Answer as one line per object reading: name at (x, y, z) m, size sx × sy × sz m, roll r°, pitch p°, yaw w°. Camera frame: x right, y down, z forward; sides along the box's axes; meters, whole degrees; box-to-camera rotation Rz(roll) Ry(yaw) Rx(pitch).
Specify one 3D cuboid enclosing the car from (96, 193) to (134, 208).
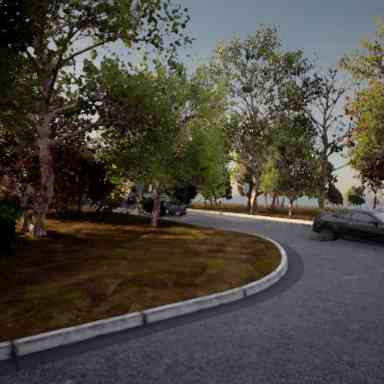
car at (-8.312, 0.798, 36.409) m, size 4.553 × 1.767 × 2.097 m, roll 1°, pitch 0°, yaw 30°

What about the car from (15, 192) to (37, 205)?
car at (-15.886, 0.750, 34.189) m, size 5.008 × 1.535 × 1.882 m, roll 1°, pitch -2°, yaw -15°

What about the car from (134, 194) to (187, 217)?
car at (-2.341, 0.935, 25.899) m, size 2.097 × 1.767 × 4.553 m, roll 1°, pitch 0°, yaw -37°

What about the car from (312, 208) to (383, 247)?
car at (6.982, 1.404, 12.996) m, size 1.812 × 1.442 × 4.674 m, roll 0°, pitch 2°, yaw -35°
